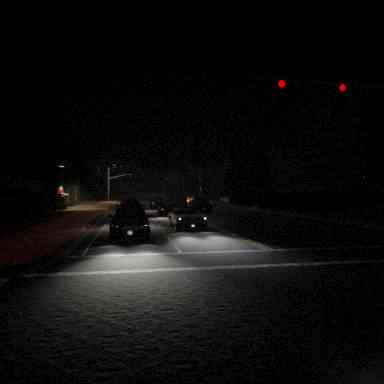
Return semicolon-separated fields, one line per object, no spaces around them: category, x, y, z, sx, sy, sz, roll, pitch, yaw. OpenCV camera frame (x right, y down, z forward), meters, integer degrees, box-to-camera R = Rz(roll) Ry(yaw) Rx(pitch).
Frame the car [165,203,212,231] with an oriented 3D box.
car;-0.343;1.601;20.989;1.895;1.301;4.718;0;0;-10

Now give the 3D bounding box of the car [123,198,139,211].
car;-7.589;1.504;41.303;1.837;1.490;4.892;0;0;-10

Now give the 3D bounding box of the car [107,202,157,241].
car;-3.115;1.492;16.738;2.128;1.511;4.902;0;0;-11

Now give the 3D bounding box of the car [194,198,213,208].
car;1.641;1.601;49.981;1.895;1.301;4.718;0;0;-10

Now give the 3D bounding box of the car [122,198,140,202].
car;-4.761;1.352;25.704;2.097;1.767;4.553;0;0;-10

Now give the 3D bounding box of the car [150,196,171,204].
car;-4.382;1.353;43.266;2.097;1.767;4.553;0;0;-10

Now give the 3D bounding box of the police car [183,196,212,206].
police car;0.725;1.425;35.215;1.930;1.638;5.238;0;0;-10

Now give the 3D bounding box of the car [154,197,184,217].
car;-2.239;1.526;31.392;1.812;1.442;4.674;0;0;-10

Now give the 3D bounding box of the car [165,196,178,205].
car;-3.691;1.505;59.412;1.837;1.490;4.892;0;0;-10

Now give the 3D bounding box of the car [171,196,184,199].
car;-1.870;1.352;49.743;2.097;1.767;4.553;0;0;-10

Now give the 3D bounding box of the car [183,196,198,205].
car;-0.248;1.478;60.038;1.882;1.535;5.008;0;0;-10
